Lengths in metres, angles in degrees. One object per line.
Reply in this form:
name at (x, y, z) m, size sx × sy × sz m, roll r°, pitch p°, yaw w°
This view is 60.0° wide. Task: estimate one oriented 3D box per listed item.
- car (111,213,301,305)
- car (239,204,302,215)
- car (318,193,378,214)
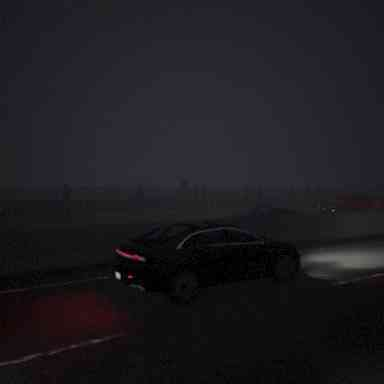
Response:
car at (0.539, 1.468, 8.033) m, size 4.902 × 1.511 × 2.128 m, roll 0°, pitch 0°, yaw -32°
car at (3.846, 1.444, 18.138) m, size 4.902 × 1.511 × 2.128 m, roll 0°, pitch 0°, yaw -27°
car at (14.201, 1.154, 30.184) m, size 5.566 × 2.045 × 2.150 m, roll 0°, pitch 0°, yaw -19°
